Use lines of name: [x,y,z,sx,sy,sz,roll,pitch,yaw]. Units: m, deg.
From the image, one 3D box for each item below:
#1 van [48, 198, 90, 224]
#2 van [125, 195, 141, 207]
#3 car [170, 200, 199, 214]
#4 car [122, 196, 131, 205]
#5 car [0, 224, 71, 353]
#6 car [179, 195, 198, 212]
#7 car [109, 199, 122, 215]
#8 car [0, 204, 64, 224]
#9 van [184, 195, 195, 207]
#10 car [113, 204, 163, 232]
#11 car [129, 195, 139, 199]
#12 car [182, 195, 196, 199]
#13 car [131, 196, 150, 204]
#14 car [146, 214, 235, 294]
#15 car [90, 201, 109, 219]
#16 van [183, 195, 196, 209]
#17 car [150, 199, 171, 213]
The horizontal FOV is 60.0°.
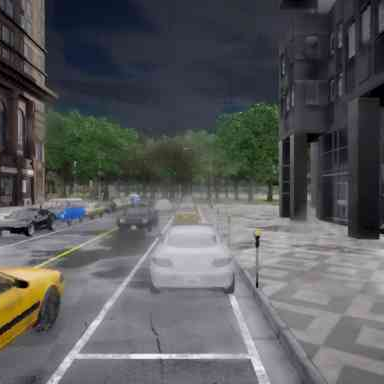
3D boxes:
van: [-8.909,1.344,23.573,1.690,1.788,3.998,0,0,0]
van: [-8.910,1.355,50.762,1.690,1.788,3.998,0,0,0]
car: [-0.384,1.528,23.743,1.752,1.417,4.829,0,0,0]
car: [-8.909,1.534,39.716,1.752,1.417,4.829,0,0,0]
car: [-3.144,1.455,3.775,1.801,1.575,5.366,0,0,0]
car: [-0.384,1.324,39.886,2.192,1.841,5.009,0,0,0]
car: [-8.909,1.572,34.448,1.947,1.339,4.313,0,0,0]
car: [-8.909,1.567,18.136,1.947,1.339,4.313,0,0,0]
van: [-0.384,1.355,50.761,1.690,1.788,3.998,0,0,0]
car: [-3.105,1.602,20.144,1.895,1.301,4.718,0,0,1]
car: [-8.910,1.452,45.324,1.967,1.590,4.097,0,0,0]
car: [-0.384,1.446,34.448,1.967,1.590,4.097,0,0,0]
car: [-6.195,1.575,43.232,1.994,1.385,4.181,0,0,0]
car: [0.003,1.526,8.650,1.812,1.442,4.674,0,0,0]
car: [-8.909,1.529,28.841,1.752,1.417,4.829,0,0,0]
van: [-0.384,1.353,45.324,1.690,1.788,3.998,0,0,0]
car: [-3.093,1.532,36.498,1.812,1.442,4.674,0,0,1]
